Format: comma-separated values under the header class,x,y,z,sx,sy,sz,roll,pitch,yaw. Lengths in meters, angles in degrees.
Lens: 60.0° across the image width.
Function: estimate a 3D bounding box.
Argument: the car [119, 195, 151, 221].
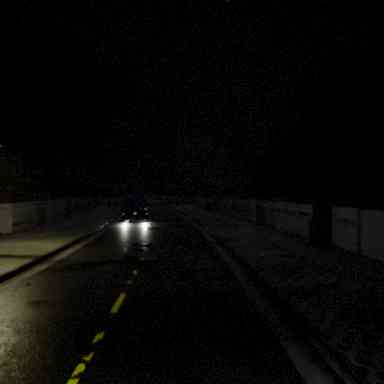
class,x,y,z,sx,sy,sz,roll,pitch,yaw
car,-4.831,1.324,28.925,2.150,2.045,5.566,0,0,-8
